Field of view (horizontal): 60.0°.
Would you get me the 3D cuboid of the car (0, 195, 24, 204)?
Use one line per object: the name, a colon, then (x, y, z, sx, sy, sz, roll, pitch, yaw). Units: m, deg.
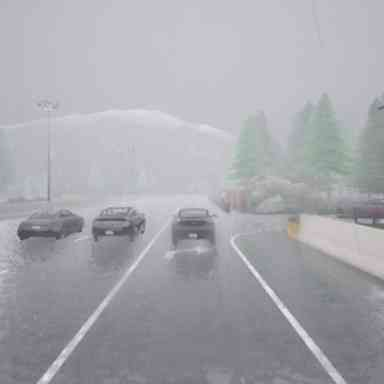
car: (-24.594, 1.458, 43.895, 1.812, 1.442, 4.674, 0, 0, 0)

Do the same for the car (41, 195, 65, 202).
car: (-24.546, 1.260, 59.460, 2.097, 1.767, 4.553, 0, 0, 1)

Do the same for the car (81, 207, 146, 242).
car: (-3.412, 1.466, 16.186, 2.128, 1.511, 4.902, 0, 0, 0)

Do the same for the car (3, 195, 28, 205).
car: (-31.519, 1.386, 59.576, 1.882, 1.535, 5.008, 0, 0, 0)

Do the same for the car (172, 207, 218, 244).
car: (0.129, 1.479, 15.520, 1.837, 1.490, 4.892, -1, 0, 2)

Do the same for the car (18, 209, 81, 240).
car: (-6.911, 1.538, 16.788, 1.994, 1.385, 4.181, 0, 0, 0)

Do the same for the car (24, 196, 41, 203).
car: (-28.028, 1.454, 59.704, 2.033, 1.411, 5.357, 0, 0, 0)
